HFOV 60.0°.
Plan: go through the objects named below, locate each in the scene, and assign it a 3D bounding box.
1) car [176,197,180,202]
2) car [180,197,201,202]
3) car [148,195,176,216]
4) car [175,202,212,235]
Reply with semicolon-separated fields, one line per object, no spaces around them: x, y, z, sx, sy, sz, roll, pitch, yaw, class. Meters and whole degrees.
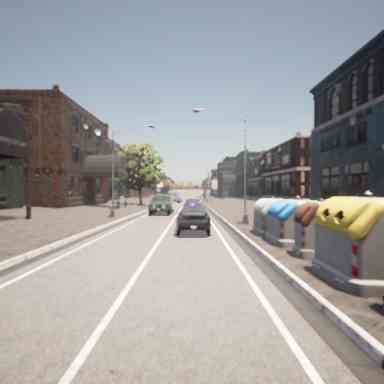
-3.090;1.751;74.848;2.033;1.411;5.357;0;0;0;car
0.057;1.477;38.329;2.097;1.767;4.553;0;0;0;car
-3.131;1.306;34.069;2.150;2.045;5.566;0;0;0;car
0.081;1.539;19.221;1.837;1.490;4.892;0;0;0;car
